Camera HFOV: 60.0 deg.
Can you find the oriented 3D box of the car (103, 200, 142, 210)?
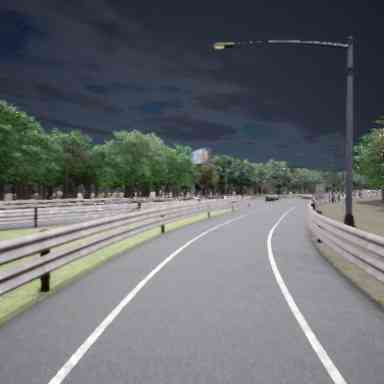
[{"bbox_3d":[-7.677,1.626,37.080,2.128,1.511,4.902,0,0,34],"label":"car"}]

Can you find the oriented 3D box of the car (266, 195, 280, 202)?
[{"bbox_3d":[18.282,1.465,75.140,1.882,1.535,5.008,0,0,34],"label":"car"}]

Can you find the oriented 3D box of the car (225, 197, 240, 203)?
[{"bbox_3d":[6.847,1.588,58.351,1.994,1.385,4.181,-1,0,35],"label":"car"}]

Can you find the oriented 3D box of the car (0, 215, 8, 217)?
[{"bbox_3d":[-16.208,1.577,24.570,2.097,1.767,4.553,0,1,34],"label":"car"}]
